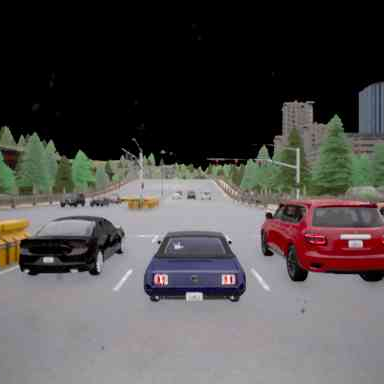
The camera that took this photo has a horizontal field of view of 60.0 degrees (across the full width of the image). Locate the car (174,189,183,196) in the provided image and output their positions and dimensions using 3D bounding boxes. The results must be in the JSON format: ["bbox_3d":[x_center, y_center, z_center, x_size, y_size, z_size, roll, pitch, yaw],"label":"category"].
[{"bbox_3d":[-3.713,0.120,91.358,2.128,1.511,4.902,0,7,0],"label":"car"}]

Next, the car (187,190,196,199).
[{"bbox_3d":[-0.151,0.796,81.190,2.097,1.767,4.553,0,4,0],"label":"car"}]

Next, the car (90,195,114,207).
[{"bbox_3d":[-14.121,1.523,51.236,2.033,1.411,5.357,0,0,0],"label":"car"}]

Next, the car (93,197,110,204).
[{"bbox_3d":[-17.583,1.569,64.710,1.895,1.301,4.718,0,0,0],"label":"car"}]

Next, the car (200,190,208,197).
[{"bbox_3d":[3.294,0.305,90.287,1.895,1.301,4.718,0,7,0],"label":"car"}]

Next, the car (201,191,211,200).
[{"bbox_3d":[3.357,0.757,79.827,2.150,2.045,5.566,0,3,0],"label":"car"}]

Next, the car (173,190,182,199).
[{"bbox_3d":[-3.651,0.966,81.138,1.812,1.442,4.674,0,4,0],"label":"car"}]

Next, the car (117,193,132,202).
[{"bbox_3d":[-14.089,1.368,70.826,1.882,1.535,5.008,0,1,0],"label":"car"}]

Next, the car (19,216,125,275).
[{"bbox_3d":[-3.427,1.473,10.438,1.882,1.535,5.008,0,0,0],"label":"car"}]

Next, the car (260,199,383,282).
[{"bbox_3d":[3.568,1.217,9.898,2.150,2.045,5.566,0,0,0],"label":"car"}]

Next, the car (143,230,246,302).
[{"bbox_3d":[0.064,1.597,8.215,1.895,1.301,4.718,0,0,0],"label":"car"}]

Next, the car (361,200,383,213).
[{"bbox_3d":[21.117,1.584,35.888,4.718,1.301,1.895,0,0,0],"label":"car"}]

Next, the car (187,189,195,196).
[{"bbox_3d":[-0.213,0.120,91.380,2.128,1.511,4.902,0,7,0],"label":"car"}]

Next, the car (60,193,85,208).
[{"bbox_3d":[-17.627,1.198,49.469,2.150,2.045,5.566,0,0,0],"label":"car"}]

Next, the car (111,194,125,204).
[{"bbox_3d":[-14.106,1.497,60.640,1.812,1.442,4.674,0,0,0],"label":"car"}]
